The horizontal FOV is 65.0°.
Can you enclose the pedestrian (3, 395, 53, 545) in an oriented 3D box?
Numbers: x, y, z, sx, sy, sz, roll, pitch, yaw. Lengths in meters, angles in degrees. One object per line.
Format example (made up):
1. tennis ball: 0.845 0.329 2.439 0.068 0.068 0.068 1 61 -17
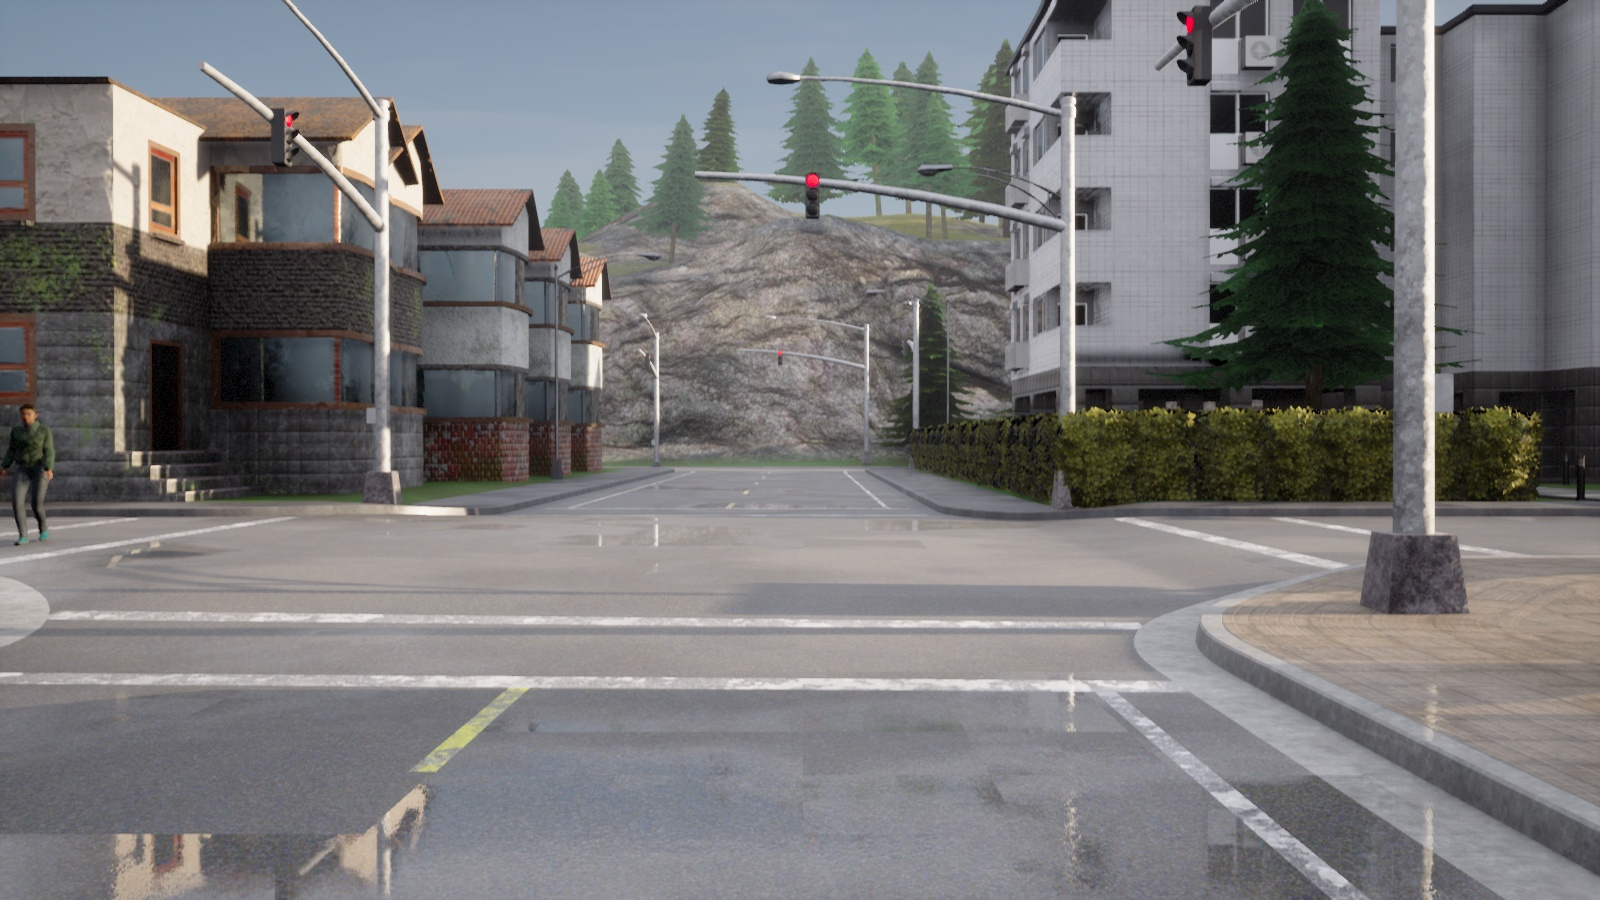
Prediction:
1. pedestrian: -9.690 0.243 15.768 0.353 1.847 0.614 0 0 -13
